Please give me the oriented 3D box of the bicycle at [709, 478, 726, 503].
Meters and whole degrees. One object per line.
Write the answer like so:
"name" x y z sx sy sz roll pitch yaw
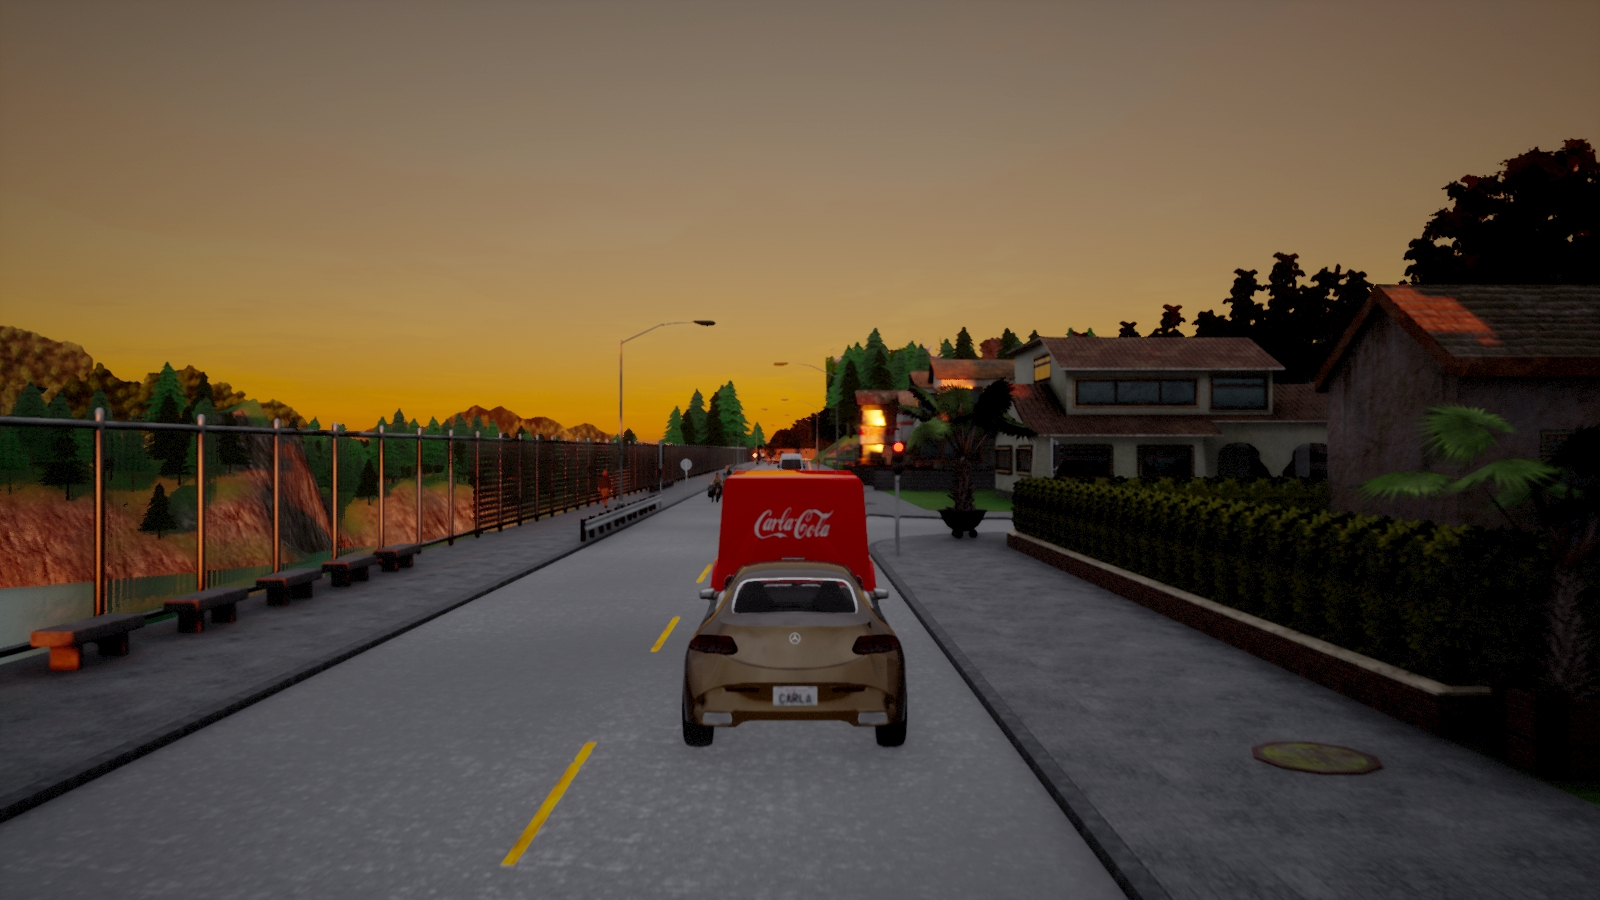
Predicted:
"bicycle" -4.437 2.187 61.457 0.859 1.276 1.487 0 0 0

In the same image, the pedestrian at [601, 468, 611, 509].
"pedestrian" -8.986 1.769 52.883 0.375 1.860 0.375 0 0 -1

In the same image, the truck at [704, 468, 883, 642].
"truck" -0.113 1.578 19.369 2.627 2.467 5.204 0 0 0

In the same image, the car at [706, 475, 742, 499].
"car" -4.499 2.187 68.565 1.895 1.301 4.718 0 0 0

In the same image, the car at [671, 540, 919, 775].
"car" -0.062 1.998 12.448 2.152 1.651 5.027 0 0 0
